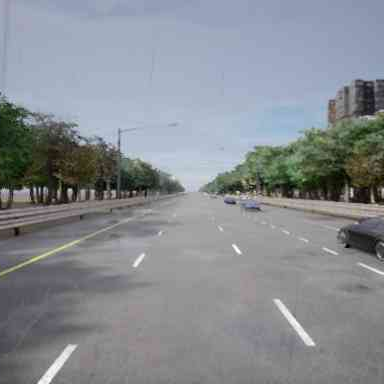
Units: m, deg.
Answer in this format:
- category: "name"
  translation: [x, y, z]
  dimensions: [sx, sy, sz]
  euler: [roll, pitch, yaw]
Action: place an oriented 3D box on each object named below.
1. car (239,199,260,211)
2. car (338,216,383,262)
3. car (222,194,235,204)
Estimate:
- category: "car"
  translation: [7.060, 1.581, 40.860]
  dimensions: [2.033, 1.411, 5.357]
  euler: [0, 0, 0]
- category: "car"
  translation: [7.007, 1.570, 12.062]
  dimensions: [1.994, 1.385, 4.181]
  euler: [0, 0, 0]
- category: "car"
  translation: [7.196, 1.631, 64.682]
  dimensions: [1.994, 1.385, 4.181]
  euler: [0, 0, 0]
